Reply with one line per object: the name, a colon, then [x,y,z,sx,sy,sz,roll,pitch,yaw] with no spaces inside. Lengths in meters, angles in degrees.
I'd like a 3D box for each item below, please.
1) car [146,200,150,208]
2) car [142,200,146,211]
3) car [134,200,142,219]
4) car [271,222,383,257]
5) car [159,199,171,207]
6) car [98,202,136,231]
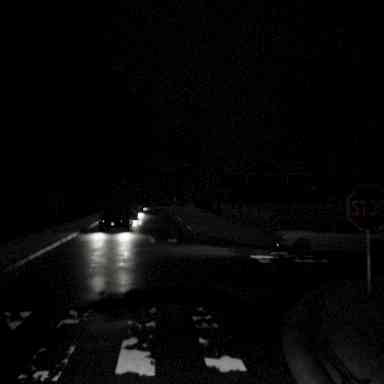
car: [-8.481,2.058,58.485,2.033,1.411,5.357,0,-1,-1]
car: [-7.239,1.916,42.392,1.895,1.301,4.718,0,-1,-6]
car: [-6.037,1.698,31.479,1.882,1.535,5.008,0,0,-6]
car: [5.738,1.884,13.703,4.718,1.301,1.895,0,-3,-1]
car: [-5.459,2.137,65.710,1.812,1.442,4.674,0,-1,3]
car: [-4.970,1.663,22.081,1.837,1.490,4.892,0,0,-7]
